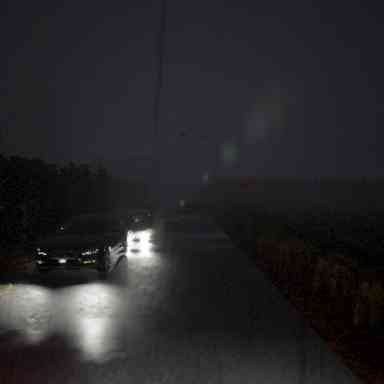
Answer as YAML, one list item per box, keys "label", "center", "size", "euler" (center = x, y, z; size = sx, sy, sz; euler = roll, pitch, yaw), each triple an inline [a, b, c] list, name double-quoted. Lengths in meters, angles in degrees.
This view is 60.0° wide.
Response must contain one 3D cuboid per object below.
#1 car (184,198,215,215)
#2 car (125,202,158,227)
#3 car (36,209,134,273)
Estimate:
- label: "car"
  center: [0.918, 1.319, 32.772]
  size: [1.882, 1.535, 5.008]
  euler: [-1, 1, 25]
- label: "car"
  center: [-3.414, 1.466, 22.845]
  size: [2.128, 1.511, 4.902]
  euler: [0, 0, -1]
- label: "car"
  center: [-3.328, 1.520, 10.889]
  size: [1.837, 1.490, 4.892]
  euler: [0, 0, -1]
